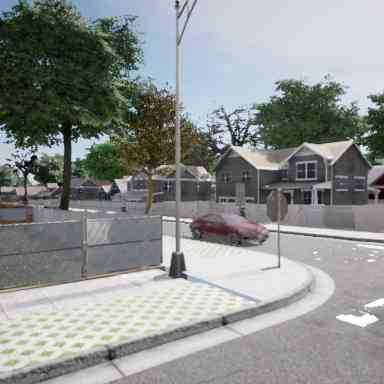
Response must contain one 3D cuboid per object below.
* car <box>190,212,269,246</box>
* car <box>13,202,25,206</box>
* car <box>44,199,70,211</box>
[{"bbox_3d":[1.718,1.756,16.812,1.812,1.442,4.674,0,-1,-36],"label":"car"},{"bbox_3d":[-35.203,2.704,67.559,2.128,1.511,4.902,0,-1,-36],"label":"car"},{"bbox_3d":[-17.865,1.998,43.729,2.150,2.045,5.566,0,-1,-36],"label":"car"}]
